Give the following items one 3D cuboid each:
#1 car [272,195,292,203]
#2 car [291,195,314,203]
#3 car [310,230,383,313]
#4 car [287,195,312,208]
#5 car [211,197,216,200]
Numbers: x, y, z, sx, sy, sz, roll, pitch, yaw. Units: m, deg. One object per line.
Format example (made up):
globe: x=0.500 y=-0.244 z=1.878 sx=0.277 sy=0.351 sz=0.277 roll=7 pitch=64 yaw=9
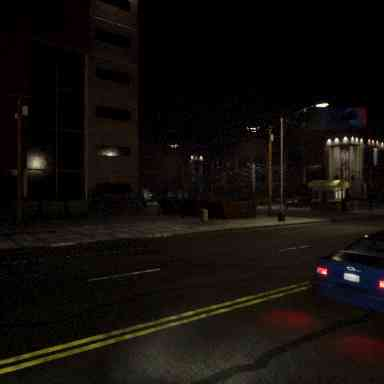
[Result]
car: x=18.744 y=1.452 z=69.049 sx=3.806 sy=1.475 sz=1.970 roll=0 pitch=0 yaw=-36
car: x=21.667 y=1.420 z=65.059 sx=4.674 sy=1.452 sz=2.002 roll=0 pitch=0 yaw=-36
car: x=4.852 y=1.547 z=7.292 sx=5.357 sy=1.411 sz=2.033 roll=0 pitch=0 yaw=-35
car: x=14.835 y=1.254 z=45.971 sx=4.553 sy=1.767 sz=2.185 roll=0 pitch=0 yaw=-36
car: x=4.040 y=1.575 z=60.500 sx=4.718 sy=1.301 sz=1.895 roll=0 pitch=0 yaw=-36
